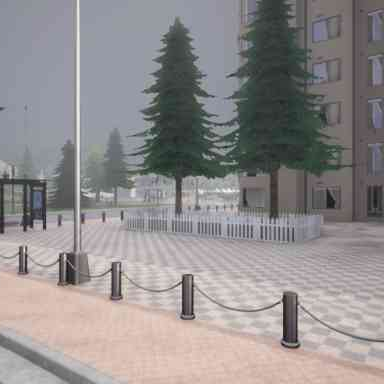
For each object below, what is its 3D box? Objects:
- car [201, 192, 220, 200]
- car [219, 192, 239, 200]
[{"bbox_3d":[5.307,1.383,91.364,3.806,1.475,1.970,0,0,35],"label":"car"},{"bbox_3d":[9.665,1.372,84.659,3.633,1.501,1.845,0,0,35],"label":"car"}]
